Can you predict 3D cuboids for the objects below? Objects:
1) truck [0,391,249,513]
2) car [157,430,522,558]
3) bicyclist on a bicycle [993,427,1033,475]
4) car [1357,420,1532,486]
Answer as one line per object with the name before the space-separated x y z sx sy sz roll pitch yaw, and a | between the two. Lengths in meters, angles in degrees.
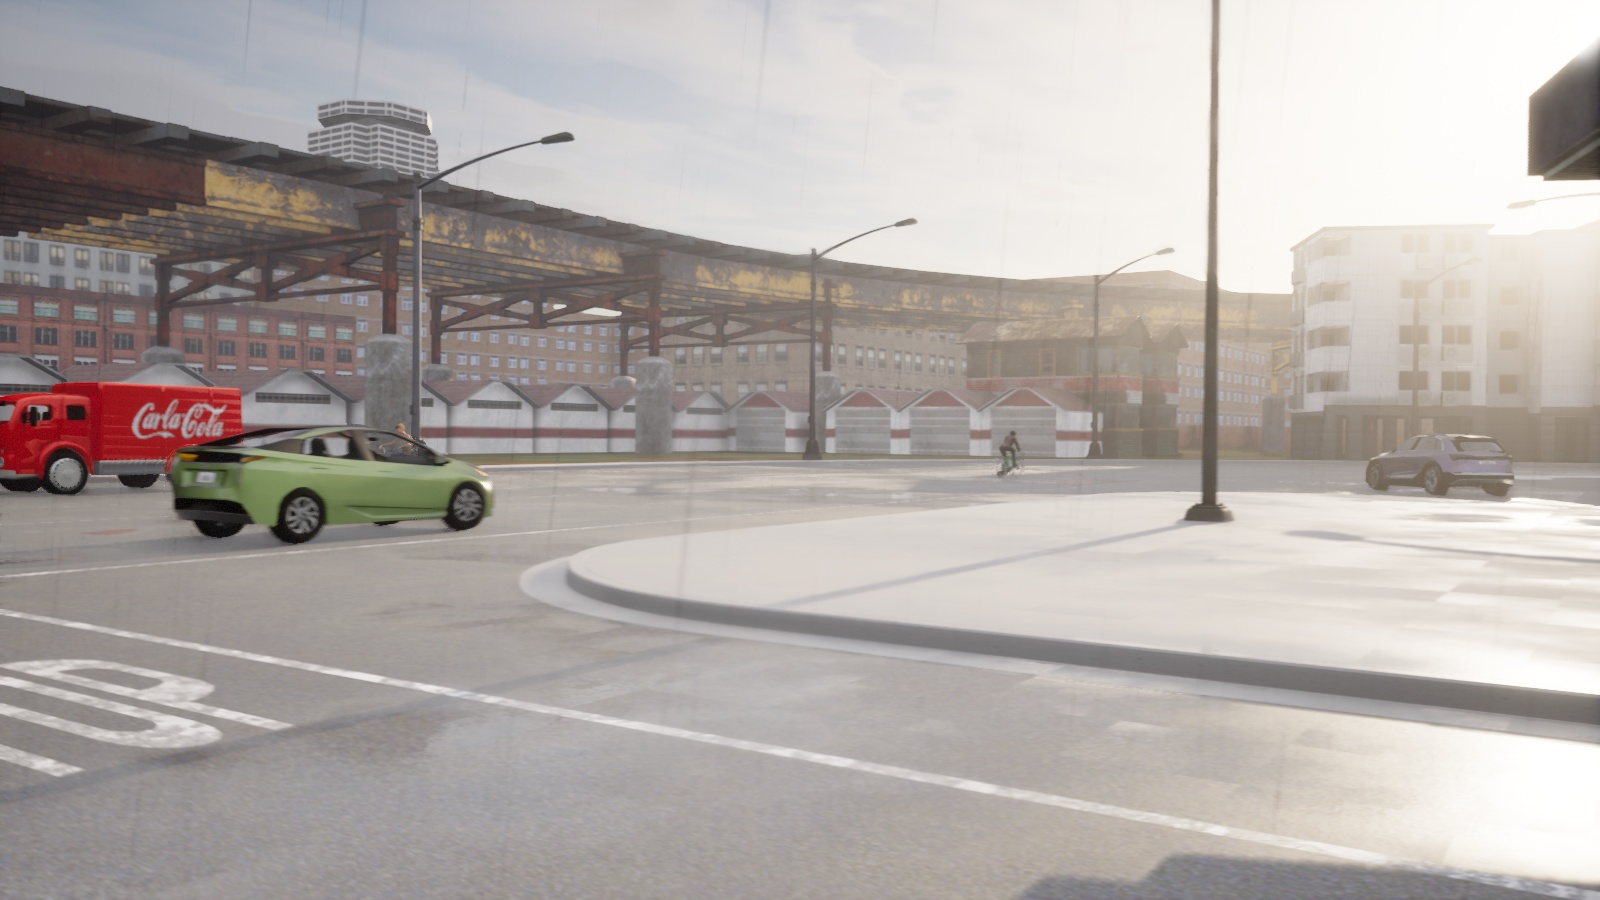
truck | -15.675 -0.002 28.471 2.627 2.467 5.204 0 1 34
car | -6.219 0.495 17.522 2.007 1.525 4.514 0 1 30
bicyclist on a bicycle | 7.347 0.027 43.253 0.582 1.620 1.656 1 1 41
car | 17.242 0.042 33.906 2.033 1.649 4.856 -1 1 -3
